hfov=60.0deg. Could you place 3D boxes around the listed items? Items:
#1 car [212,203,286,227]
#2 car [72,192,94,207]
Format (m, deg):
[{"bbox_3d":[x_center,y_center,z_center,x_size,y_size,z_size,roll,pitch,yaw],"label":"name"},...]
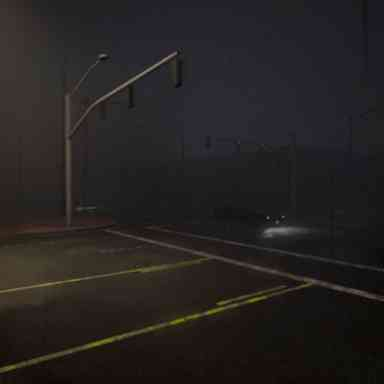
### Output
[{"bbox_3d":[3.528,1.416,21.912,2.033,1.411,5.357,-1,0,-36],"label":"car"},{"bbox_3d":[-16.590,1.092,49.956,2.150,2.045,5.566,-1,0,-36],"label":"car"}]
